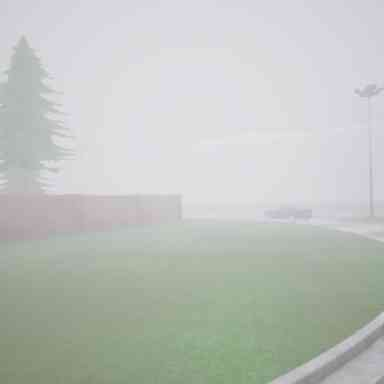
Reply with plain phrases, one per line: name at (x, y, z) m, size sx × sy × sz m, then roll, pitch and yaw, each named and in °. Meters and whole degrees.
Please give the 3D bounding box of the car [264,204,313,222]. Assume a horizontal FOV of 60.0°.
car at (8.911, 1.931, 31.160) m, size 1.882 × 1.535 × 5.008 m, roll 0°, pitch -2°, yaw -33°
